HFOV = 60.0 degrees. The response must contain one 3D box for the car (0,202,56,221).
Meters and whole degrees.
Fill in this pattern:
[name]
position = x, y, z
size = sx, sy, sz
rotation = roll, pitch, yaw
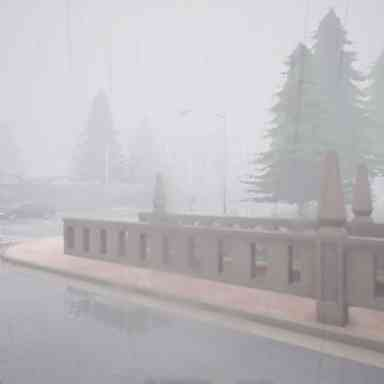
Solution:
[car]
position = -14.347, 1.634, 28.763
size = 1.837, 1.490, 4.892
rotation = 0, 0, 38
